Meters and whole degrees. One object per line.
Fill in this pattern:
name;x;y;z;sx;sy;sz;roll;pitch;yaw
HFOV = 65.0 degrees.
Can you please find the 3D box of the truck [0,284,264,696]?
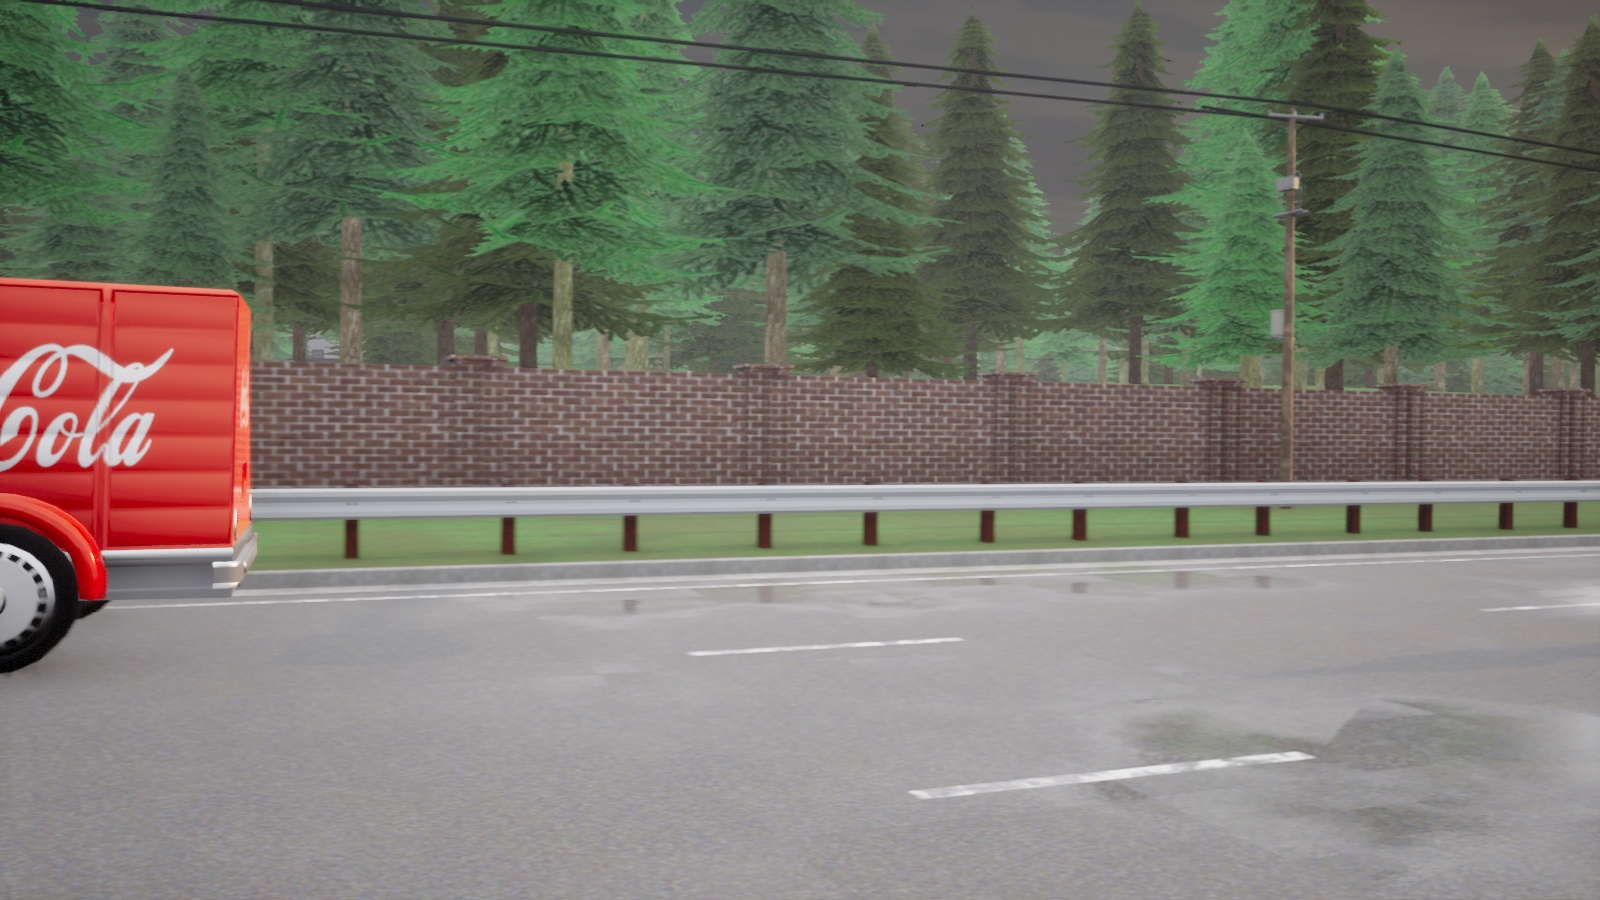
truck;-6.441;0.246;8.275;5.204;2.467;2.627;-1;1;-21
